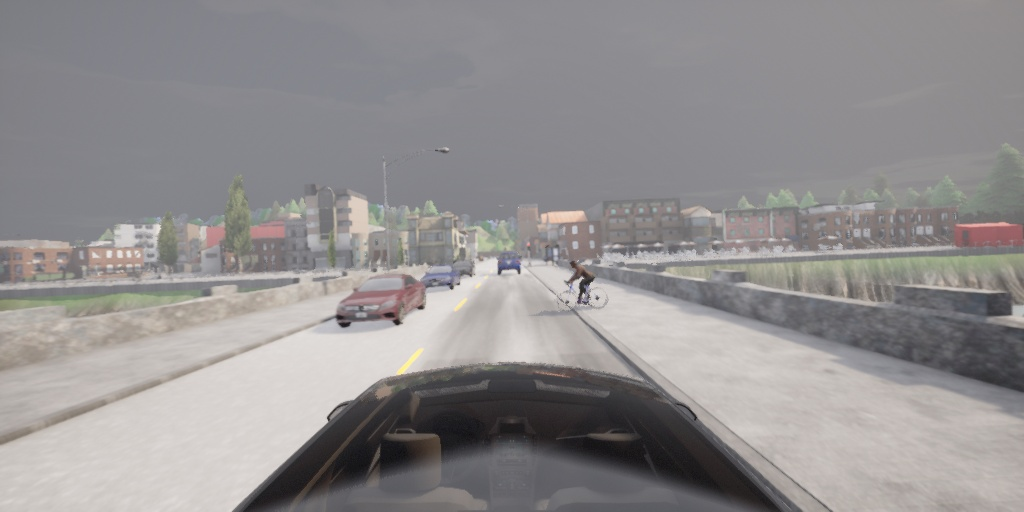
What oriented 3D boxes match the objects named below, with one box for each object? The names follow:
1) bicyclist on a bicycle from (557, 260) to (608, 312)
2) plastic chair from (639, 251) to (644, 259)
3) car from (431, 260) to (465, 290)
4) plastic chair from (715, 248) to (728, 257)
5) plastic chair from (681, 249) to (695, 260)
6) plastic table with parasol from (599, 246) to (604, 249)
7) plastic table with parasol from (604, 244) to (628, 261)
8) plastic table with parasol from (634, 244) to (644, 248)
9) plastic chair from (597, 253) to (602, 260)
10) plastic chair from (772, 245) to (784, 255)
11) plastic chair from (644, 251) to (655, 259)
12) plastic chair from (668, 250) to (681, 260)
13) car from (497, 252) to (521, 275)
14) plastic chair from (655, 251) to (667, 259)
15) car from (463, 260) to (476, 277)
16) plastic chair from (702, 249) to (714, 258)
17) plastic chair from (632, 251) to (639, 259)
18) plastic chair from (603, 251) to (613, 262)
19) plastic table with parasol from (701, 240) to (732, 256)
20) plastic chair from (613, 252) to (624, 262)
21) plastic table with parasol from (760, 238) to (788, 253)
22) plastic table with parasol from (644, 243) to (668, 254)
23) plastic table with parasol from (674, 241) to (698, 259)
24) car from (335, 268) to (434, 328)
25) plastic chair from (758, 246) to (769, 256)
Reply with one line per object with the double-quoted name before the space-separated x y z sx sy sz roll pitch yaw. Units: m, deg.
"bicyclist on a bicycle" 2.174 0.934 11.368 1.656 1.620 0.582 -7 1 0
"plastic chair" 21.998 -0.204 59.495 0.750 1.272 0.730 0 0 0
"car" -4.272 1.253 22.153 1.812 1.442 4.674 -2 1 -1
"plastic chair" 30.060 -0.461 51.460 0.750 1.272 0.730 0 0 0
"plastic chair" 23.299 -0.140 47.506 0.750 1.272 0.730 0 0 0
"plastic table with parasol" 15.436 -0.520 58.022 2.482 2.480 2.482 0 0 0
"plastic table with parasol" 14.753 -0.415 50.196 2.482 2.480 2.482 0 0 0
"plastic table with parasol" 21.996 -0.822 60.965 2.482 2.480 2.482 0 0 0
"plastic chair" 14.216 0.134 58.132 0.730 1.272 0.750 0 0 0
"plastic chair" 37.362 -0.756 50.519 0.750 1.272 0.730 0 0 0
"plastic chair" 21.236 -0.129 55.089 0.730 1.272 0.750 0 0 0
"plastic chair" 22.188 -0.108 48.897 0.730 1.272 0.750 0 0 0
"car" -0.272 0.663 34.294 2.150 2.045 5.566 -2 1 0
"plastic chair" 22.347 -0.162 53.698 0.750 1.272 0.730 0 0 0
"car" -4.342 1.134 32.499 1.837 1.490 4.892 -2 1 0
"plastic chair" 28.881 -0.425 52.847 0.730 1.272 0.750 0 0 -1
"plastic chair" 20.819 -0.168 60.882 0.730 1.272 0.750 0 0 -1
"plastic chair" 13.483 0.241 50.326 0.730 1.272 0.750 0 0 0
"plastic table with parasol" 30.059 -1.078 52.740 2.482 2.480 2.482 0 0 0
"plastic chair" 14.594 0.208 48.935 0.750 1.272 0.730 0 0 0
"plastic table with parasol" 37.341 -1.372 51.829 2.482 2.480 2.482 0 0 0
"plastic table with parasol" 22.436 -0.783 55.048 2.482 2.480 2.482 0 0 0
"plastic table with parasol" 23.387 -0.761 48.856 2.482 2.480 2.482 0 0 0
"car" -4.179 1.347 12.187 1.812 1.442 4.674 -2 1 -1
"plastic chair" 36.213 -0.722 51.908 0.730 1.272 0.750 0 0 0
